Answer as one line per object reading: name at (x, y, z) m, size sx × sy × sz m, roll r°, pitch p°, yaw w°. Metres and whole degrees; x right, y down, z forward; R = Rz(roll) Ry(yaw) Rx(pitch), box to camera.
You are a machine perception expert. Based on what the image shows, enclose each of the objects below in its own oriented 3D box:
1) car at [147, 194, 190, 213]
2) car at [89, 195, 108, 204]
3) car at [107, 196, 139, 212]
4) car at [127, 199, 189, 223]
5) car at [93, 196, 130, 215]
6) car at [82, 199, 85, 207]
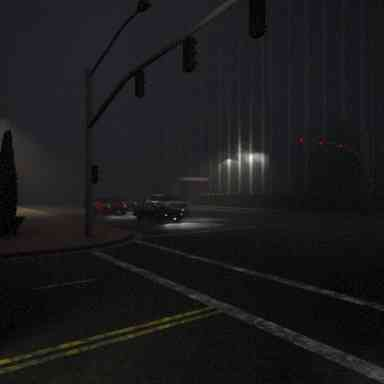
car at (-2.417, 1.221, 31.579) m, size 2.150 × 2.045 × 5.566 m, roll 0°, pitch 0°, yaw -36°
car at (-18.680, 1.478, 66.225) m, size 1.882 × 1.535 × 5.008 m, roll 0°, pitch 0°, yaw -36°
car at (-8.275, 1.352, 39.651) m, size 2.097 × 1.767 × 4.553 m, roll 0°, pitch 0°, yaw -36°
car at (-2.801, 1.547, 26.155) m, size 2.033 × 1.411 × 5.357 m, roll 0°, pitch 0°, yaw -36°
car at (-8.343, 1.352, 33.788) m, size 2.097 × 1.767 × 4.553 m, roll 0°, pitch 0°, yaw -36°
car at (-14.346, 1.504, 48.039) m, size 1.837 × 1.490 × 4.892 m, roll 0°, pitch 0°, yaw -36°
